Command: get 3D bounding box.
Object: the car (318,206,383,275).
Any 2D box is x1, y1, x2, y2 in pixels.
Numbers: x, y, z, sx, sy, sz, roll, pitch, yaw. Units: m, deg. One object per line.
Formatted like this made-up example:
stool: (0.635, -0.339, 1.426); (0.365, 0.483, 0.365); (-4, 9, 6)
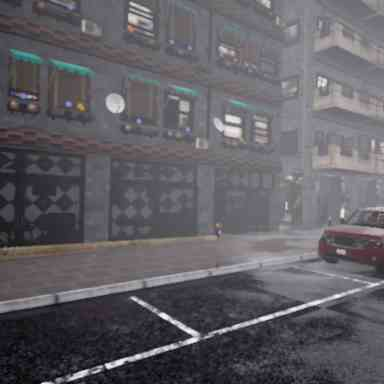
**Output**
car: (6.370, 1.438, 11.082); (5.009, 1.841, 2.192); (1, 1, -35)
